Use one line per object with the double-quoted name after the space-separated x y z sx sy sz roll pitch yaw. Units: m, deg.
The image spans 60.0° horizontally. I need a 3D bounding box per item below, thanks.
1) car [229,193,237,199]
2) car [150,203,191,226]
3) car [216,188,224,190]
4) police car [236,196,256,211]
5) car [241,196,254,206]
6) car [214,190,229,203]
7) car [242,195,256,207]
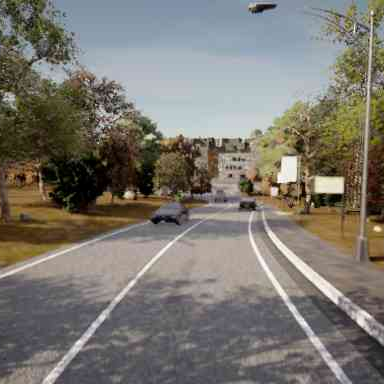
9.126 0.858 75.862 1.812 1.442 4.674 0 3 -4 "car"
-1.348 1.457 23.344 2.033 1.411 5.357 1 0 10 "car"
7.808 -0.371 92.328 1.837 1.490 4.892 1 5 9 "car"
6.840 1.408 40.873 1.930 1.638 5.238 1 0 11 "police car"
9.452 1.417 56.851 1.882 1.535 5.008 1 0 6 "car"
5.434 1.092 63.881 2.150 2.045 5.566 1 1 4 "car"
8.648 1.312 50.726 2.097 1.767 4.553 1 0 9 "car"
